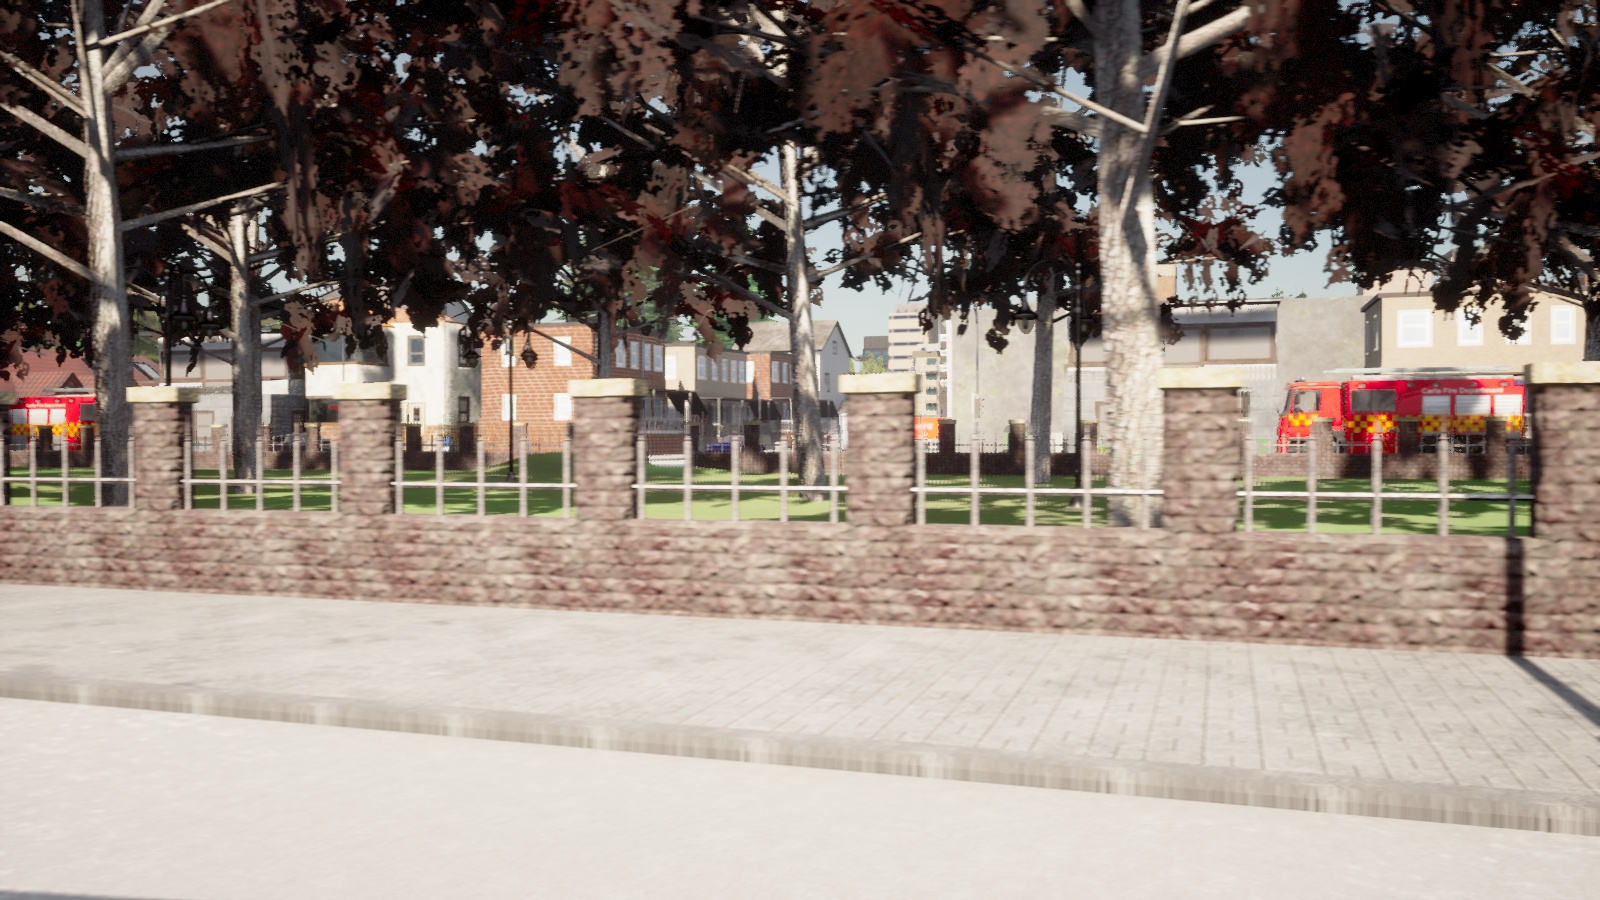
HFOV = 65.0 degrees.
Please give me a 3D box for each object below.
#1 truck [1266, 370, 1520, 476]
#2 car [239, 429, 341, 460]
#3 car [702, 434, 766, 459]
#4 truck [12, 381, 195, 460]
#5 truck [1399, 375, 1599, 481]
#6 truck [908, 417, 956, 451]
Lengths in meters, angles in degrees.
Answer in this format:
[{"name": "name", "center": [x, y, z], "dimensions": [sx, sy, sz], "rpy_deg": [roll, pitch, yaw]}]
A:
[{"name": "truck", "center": [22.455, -1.024, 48.127], "dimensions": [8.468, 3.827, 2.891], "rpy_deg": [1, 1, 19]}, {"name": "car", "center": [-26.210, -0.301, 64.573], "dimensions": [4.892, 1.490, 1.837], "rpy_deg": [1, 1, 20]}, {"name": "car", "center": [-3.586, -0.193, 69.099], "dimensions": [1.895, 1.301, 4.718], "rpy_deg": [1, 1, 19]}, {"name": "truck", "center": [-35.086, -1.483, 63.252], "dimensions": [8.468, 3.827, 2.891], "rpy_deg": [0, 1, 16]}, {"name": "truck", "center": [25.089, -0.748, 43.023], "dimensions": [7.936, 3.462, 2.891], "rpy_deg": [0, 1, 19]}, {"name": "truck", "center": [10.277, -1.205, 97.514], "dimensions": [2.627, 2.467, 5.204], "rpy_deg": [1, -1, 19]}]
